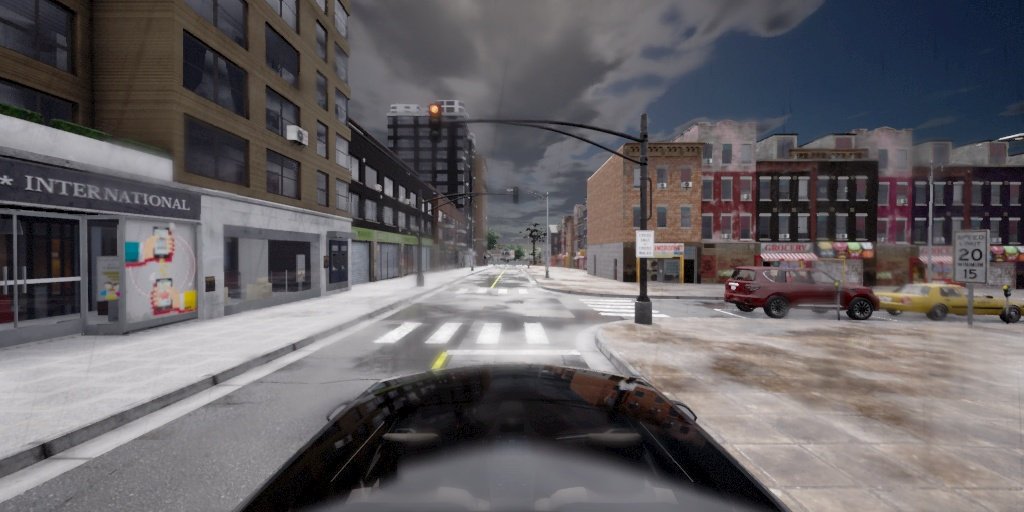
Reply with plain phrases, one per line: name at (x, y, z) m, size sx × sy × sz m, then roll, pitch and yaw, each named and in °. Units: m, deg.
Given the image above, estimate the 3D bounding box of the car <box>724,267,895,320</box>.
car at (10.831, 1.346, 13.677) m, size 5.009 × 1.841 × 2.192 m, roll 0°, pitch 0°, yaw 0°

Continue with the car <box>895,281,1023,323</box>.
car at (16.546, 1.659, 13.649) m, size 4.829 × 1.417 × 1.751 m, roll 0°, pitch 0°, yaw 0°
